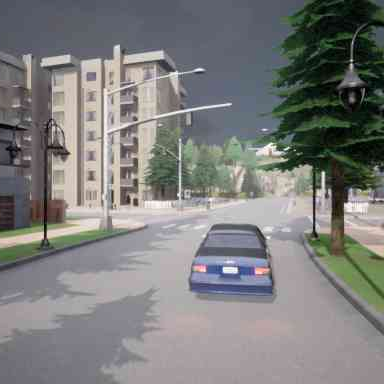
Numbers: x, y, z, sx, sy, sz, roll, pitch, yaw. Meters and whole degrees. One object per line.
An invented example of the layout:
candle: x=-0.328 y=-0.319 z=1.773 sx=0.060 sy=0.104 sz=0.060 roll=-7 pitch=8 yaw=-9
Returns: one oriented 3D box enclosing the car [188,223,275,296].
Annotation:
car: x=1.138 y=1.547 z=8.865 sx=2.033 sy=1.411 sz=5.357 roll=0 pitch=0 yaw=9
